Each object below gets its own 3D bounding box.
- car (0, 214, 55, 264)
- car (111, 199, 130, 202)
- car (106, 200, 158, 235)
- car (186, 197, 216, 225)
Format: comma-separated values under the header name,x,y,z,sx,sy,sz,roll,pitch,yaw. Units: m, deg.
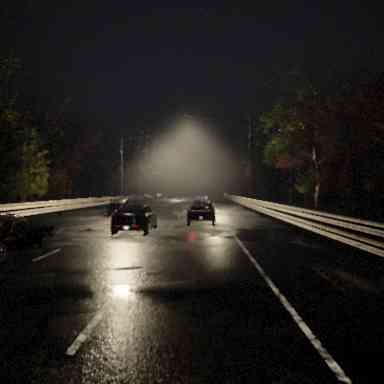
name,x,y,z,sx,sy,sz,roll,pitch,yaw
car,-6.578,1.434,11.541,1.895,1.301,4.718,9,-1,2
car,-6.159,1.317,29.511,2.128,1.511,4.902,0,0,2
car,-3.014,1.399,17.973,1.837,1.490,4.892,0,0,2
car,0.630,1.349,22.844,2.128,1.511,4.902,0,0,2
